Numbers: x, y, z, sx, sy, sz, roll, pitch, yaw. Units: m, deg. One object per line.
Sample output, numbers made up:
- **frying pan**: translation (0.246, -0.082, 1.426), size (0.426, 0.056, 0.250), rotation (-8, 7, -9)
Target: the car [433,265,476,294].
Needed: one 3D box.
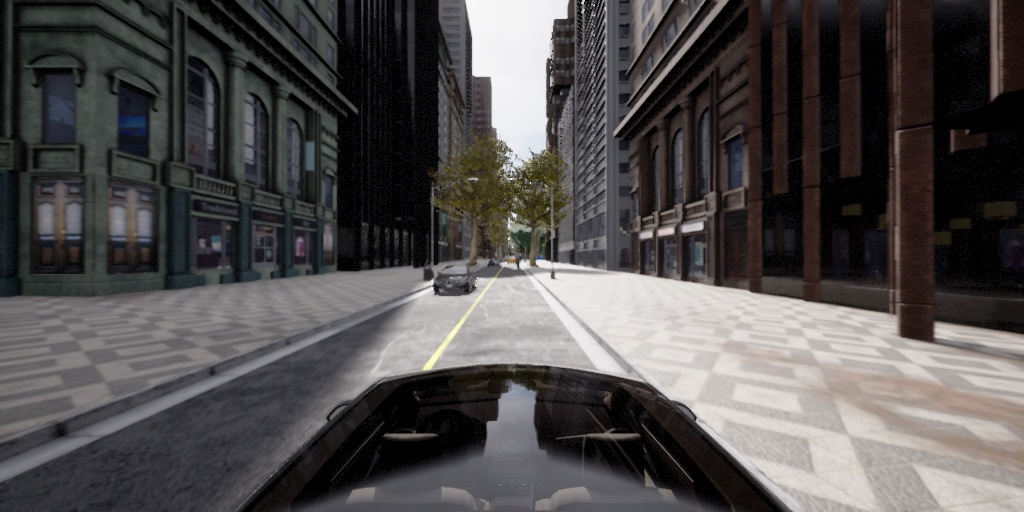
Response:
- **car**: translation (-3.101, 1.222, 20.032), size (1.812, 1.442, 4.674), rotation (0, 0, 0)

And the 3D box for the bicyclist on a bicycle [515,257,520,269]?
- **bicyclist on a bicycle**: translation (0.820, 1.078, 46.646), size (0.582, 1.620, 1.656), rotation (0, 0, 0)

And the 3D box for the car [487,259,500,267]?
- **car**: translation (-3.046, 1.157, 60.459), size (1.994, 1.385, 4.181), rotation (0, 0, 1)
